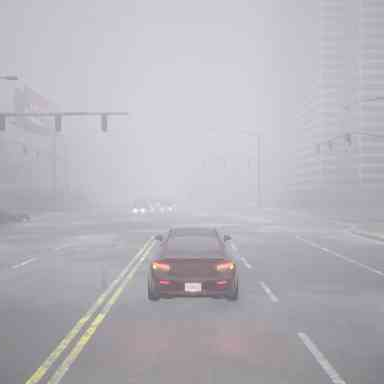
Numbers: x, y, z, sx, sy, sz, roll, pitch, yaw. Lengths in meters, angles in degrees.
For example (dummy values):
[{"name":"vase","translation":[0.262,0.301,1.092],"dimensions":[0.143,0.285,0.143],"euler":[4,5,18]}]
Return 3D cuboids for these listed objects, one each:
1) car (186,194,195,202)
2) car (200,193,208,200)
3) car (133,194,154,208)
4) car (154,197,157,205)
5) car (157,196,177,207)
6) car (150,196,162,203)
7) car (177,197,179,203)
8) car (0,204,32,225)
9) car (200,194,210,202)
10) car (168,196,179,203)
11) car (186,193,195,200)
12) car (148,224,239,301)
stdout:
[{"name":"car","translation":[-0.347,1.584,78.388],"dimensions":[1.895,1.301,4.718],"euler":[0,0,0]},{"name":"car","translation":[3.108,1.184,88.309],"dimensions":[2.097,1.767,4.553],"euler":[0,0,0]},{"name":"car","translation":[-7.310,1.491,48.450],"dimensions":[2.128,1.511,4.902],"euler":[0,0,0]},{"name":"car","translation":[-7.338,1.601,57.721],"dimensions":[1.895,1.301,4.718],"euler":[0,0,0]},{"name":"car","translation":[-3.819,1.564,51.059],"dimensions":[1.994,1.385,4.181],"euler":[0,0,0]},{"name":"car","translation":[-7.310,1.601,68.021],"dimensions":[1.895,1.301,4.718],"euler":[0,0,0]},{"name":"car","translation":[-3.839,1.526,59.836],"dimensions":[1.812,1.442,4.674],"euler":[0,0,0]},{"name":"car","translation":[-14.344,1.547,23.601],"dimensions":[5.357,1.411,2.033],"euler":[0,0,6]},{"name":"car","translation":[3.154,1.515,78.021],"dimensions":[2.128,1.511,4.902],"euler":[0,0,0]},{"name":"car","translation":[-3.809,1.553,69.846],"dimensions":[1.994,1.385,4.181],"euler":[0,0,0]},{"name":"car","translation":[-0.392,1.184,88.293],"dimensions":[2.097,1.767,4.553],"euler":[0,0,0]},{"name":"car","translation":[0.028,1.526,8.212],"dimensions":[1.812,1.442,4.674],"euler":[0,0,0]}]
